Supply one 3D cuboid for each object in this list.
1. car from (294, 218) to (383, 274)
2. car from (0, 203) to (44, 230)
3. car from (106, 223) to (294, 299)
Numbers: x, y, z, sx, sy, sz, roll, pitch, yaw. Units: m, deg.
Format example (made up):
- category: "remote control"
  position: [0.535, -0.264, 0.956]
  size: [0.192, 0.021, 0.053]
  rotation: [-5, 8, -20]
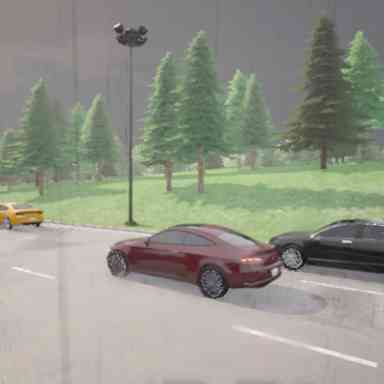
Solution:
- category: "car"
  position: [4.575, 1.502, 9.332]
  size: [4.892, 1.490, 1.837]
  rotation: [0, 0, 35]
- category: "car"
  position: [-11.210, 1.402, 20.603]
  size: [5.008, 1.535, 1.882]
  rotation: [0, 0, 36]
- category: "car"
  position: [-0.113, 1.509, 8.377]
  size: [4.674, 1.442, 1.812]
  rotation: [0, 0, 36]
